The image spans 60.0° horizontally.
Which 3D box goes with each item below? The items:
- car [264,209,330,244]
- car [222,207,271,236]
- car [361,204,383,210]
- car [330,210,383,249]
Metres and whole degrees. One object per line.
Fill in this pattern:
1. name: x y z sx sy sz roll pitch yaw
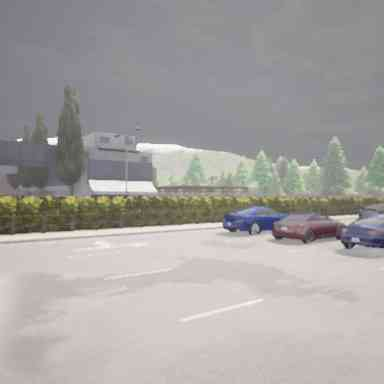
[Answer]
1. car: 5.963 1.698 16.718 4.181 1.385 1.994 1 0 -35
2. car: 4.060 1.613 19.657 5.008 1.535 1.882 0 0 -35
3. car: 16.135 1.765 28.268 4.902 1.511 2.128 1 0 -35
4. car: 8.069 1.660 13.918 4.674 1.442 1.812 0 0 -35
